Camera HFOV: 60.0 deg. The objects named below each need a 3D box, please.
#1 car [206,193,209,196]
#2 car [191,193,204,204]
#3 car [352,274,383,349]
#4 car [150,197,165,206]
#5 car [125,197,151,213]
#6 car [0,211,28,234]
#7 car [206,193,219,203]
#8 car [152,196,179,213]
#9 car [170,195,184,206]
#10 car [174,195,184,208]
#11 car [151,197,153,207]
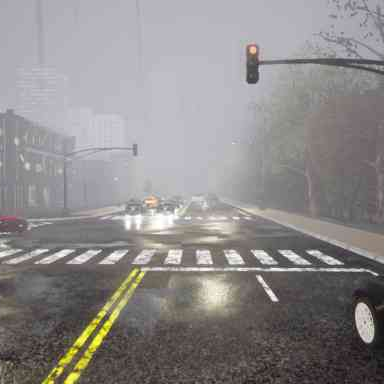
[{"bbox_3d":[4.419,1.195,76.625,2.150,2.045,5.566,0,0,1],"label":"car"},{"bbox_3d":[1.066,1.200,63.010,2.150,2.045,5.566,0,0,1],"label":"car"},{"bbox_3d":[3.396,1.477,3.207,1.882,1.535,5.008,0,0,1],"label":"car"},{"bbox_3d":[-5.716,1.544,55.927,1.994,1.385,4.181,0,0,2],"label":"car"},{"bbox_3d":[-6.048,1.480,36.364,2.128,1.511,4.902,0,0,-1],"label":"car"},{"bbox_3d":[-11.290,1.569,17.883,5.008,1.535,1.882,-2,0,14],"label":"car"},{"bbox_3d":[4.359,1.480,66.162,1.837,1.490,4.892,0,0,1],"label":"car"},{"bbox_3d":[-2.831,1.480,36.692,2.128,1.511,4.902,0,0,-2],"label":"car"},{"bbox_3d":[-2.473,1.332,56.490,2.097,1.767,4.553,0,0,1],"label":"car"},{"bbox_3d":[-2.631,1.476,46.199,2.128,1.511,4.902,0,0,1],"label":"car"},{"bbox_3d":[-5.886,1.462,45.876,1.882,1.535,5.008,0,0,1],"label":"car"}]
